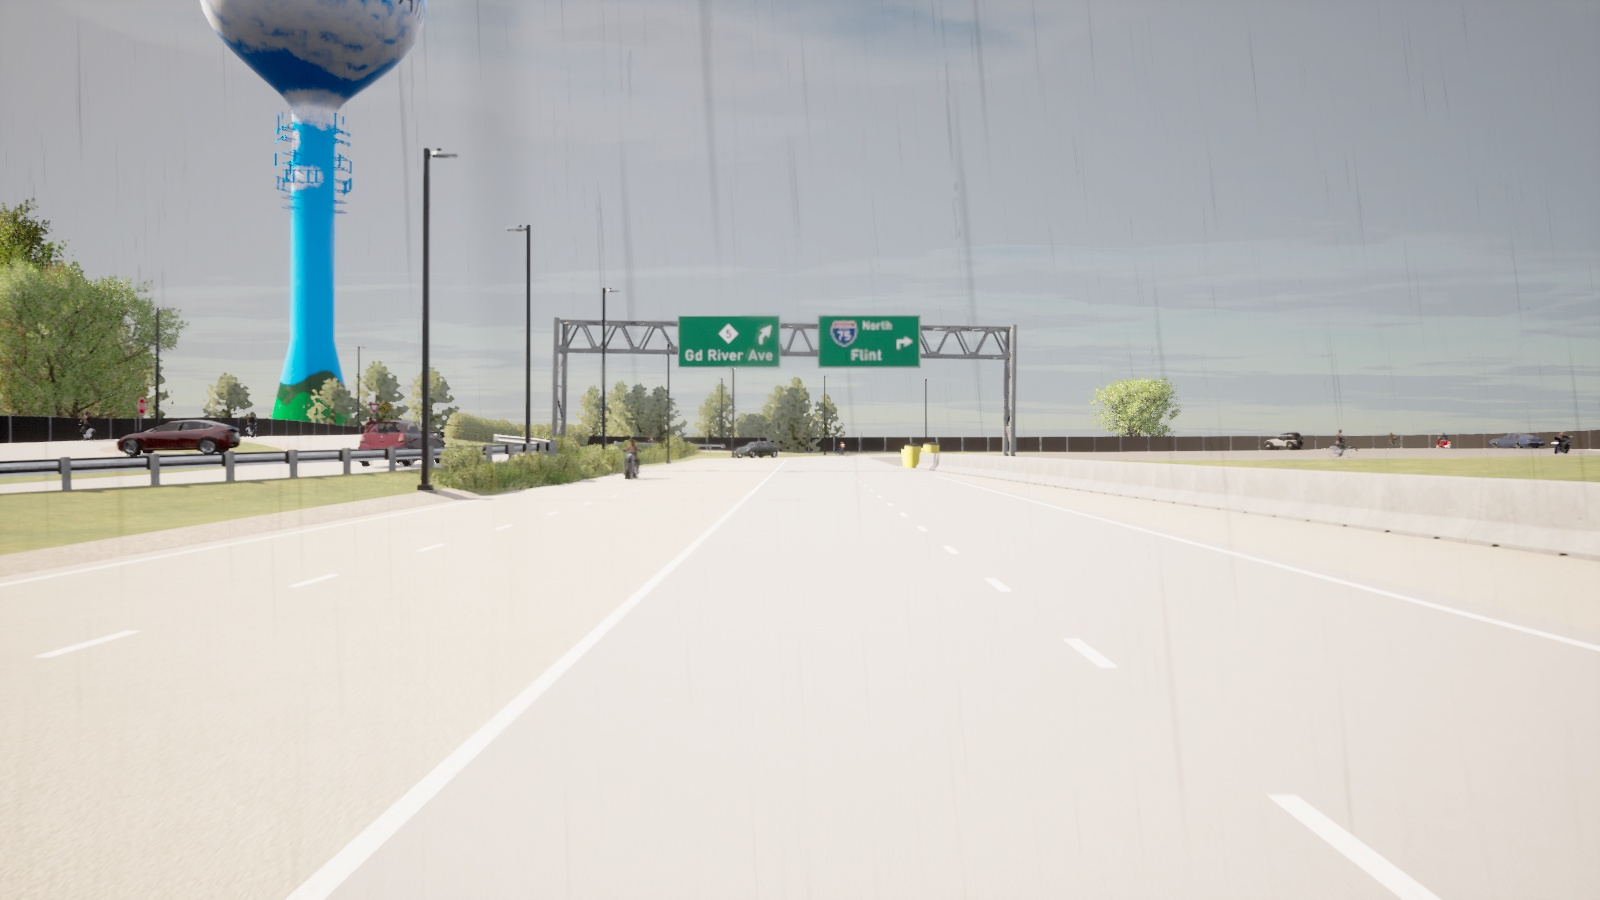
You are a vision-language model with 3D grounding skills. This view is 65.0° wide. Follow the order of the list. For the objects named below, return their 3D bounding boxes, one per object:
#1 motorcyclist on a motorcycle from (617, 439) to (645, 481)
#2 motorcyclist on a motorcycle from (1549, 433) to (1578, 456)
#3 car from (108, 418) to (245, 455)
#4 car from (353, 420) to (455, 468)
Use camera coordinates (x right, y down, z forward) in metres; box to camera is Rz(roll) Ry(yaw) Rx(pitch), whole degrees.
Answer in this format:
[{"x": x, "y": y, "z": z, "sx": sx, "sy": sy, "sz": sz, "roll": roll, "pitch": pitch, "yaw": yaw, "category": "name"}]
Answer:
[{"x": -6.700, "y": 0.381, "z": 49.955, "sx": 0.766, "sy": 1.649, "sz": 2.350, "roll": 0, "pitch": 1, "yaw": 0, "category": "motorcyclist on a motorcycle"}, {"x": 50.089, "y": -0.364, "z": 82.393, "sx": 2.191, "sy": 1.530, "sz": 0.866, "roll": -1, "pitch": 0, "yaw": -38, "category": "motorcyclist on a motorcycle"}, {"x": -26.571, "y": -0.601, "z": 53.671, "sx": 4.792, "sy": 1.488, "sz": 2.163, "roll": -1, "pitch": 3, "yaw": -8, "category": "car"}, {"x": -13.134, "y": -0.238, "z": 41.888, "sx": 1.845, "sy": 1.501, "sz": 3.633, "roll": 0, "pitch": 2, "yaw": 8, "category": "car"}]
